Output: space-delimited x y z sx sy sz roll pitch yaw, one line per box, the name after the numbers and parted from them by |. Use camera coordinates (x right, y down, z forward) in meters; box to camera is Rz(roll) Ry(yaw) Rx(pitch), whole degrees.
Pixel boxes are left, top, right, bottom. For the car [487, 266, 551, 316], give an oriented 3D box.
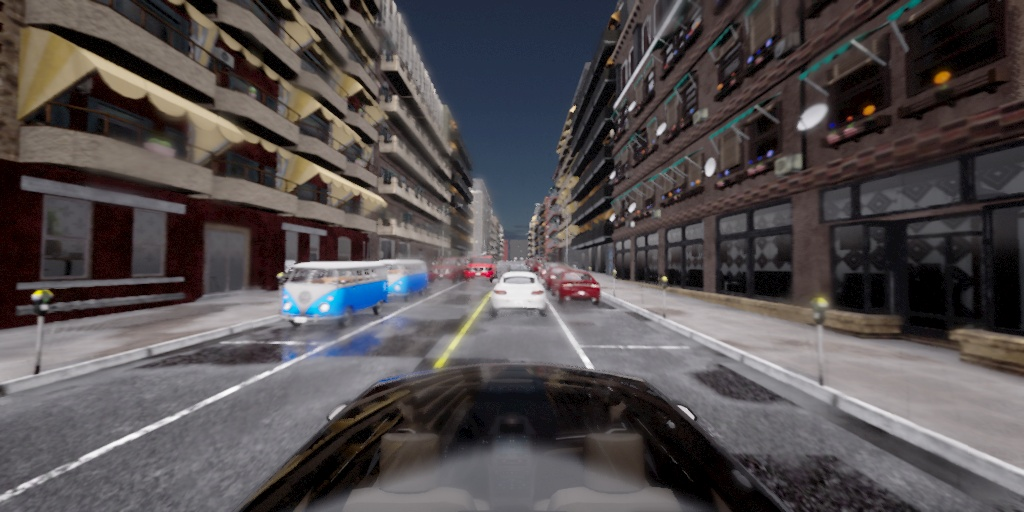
0.256 1.282 13.306 1.812 1.442 4.674 0 0 1 | car

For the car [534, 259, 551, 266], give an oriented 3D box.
2.957 1.234 27.361 1.967 1.591 4.097 0 0 1 | car

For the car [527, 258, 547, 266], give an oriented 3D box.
3.096 1.128 38.421 2.192 1.841 5.009 0 0 1 | car

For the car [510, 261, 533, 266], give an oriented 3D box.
0.545 1.382 30.893 1.895 1.301 4.718 0 0 1 | car

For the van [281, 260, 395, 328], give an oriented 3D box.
-5.203 1.055 10.961 1.690 1.789 3.998 0 0 1 | van

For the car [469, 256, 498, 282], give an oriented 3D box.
-2.402 0.980 29.083 2.150 2.045 5.566 0 0 1 | car

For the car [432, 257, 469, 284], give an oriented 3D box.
-4.931 1.050 27.551 2.192 1.841 5.009 0 0 1 | car

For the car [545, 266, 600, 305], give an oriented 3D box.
2.768 1.323 16.301 1.888 1.381 4.507 0 0 1 | car

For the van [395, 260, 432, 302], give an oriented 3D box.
-5.113 1.060 16.492 1.690 1.789 3.998 0 0 1 | van

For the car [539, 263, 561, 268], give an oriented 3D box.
2.858 1.330 21.830 1.888 1.381 4.507 0 0 1 | car
